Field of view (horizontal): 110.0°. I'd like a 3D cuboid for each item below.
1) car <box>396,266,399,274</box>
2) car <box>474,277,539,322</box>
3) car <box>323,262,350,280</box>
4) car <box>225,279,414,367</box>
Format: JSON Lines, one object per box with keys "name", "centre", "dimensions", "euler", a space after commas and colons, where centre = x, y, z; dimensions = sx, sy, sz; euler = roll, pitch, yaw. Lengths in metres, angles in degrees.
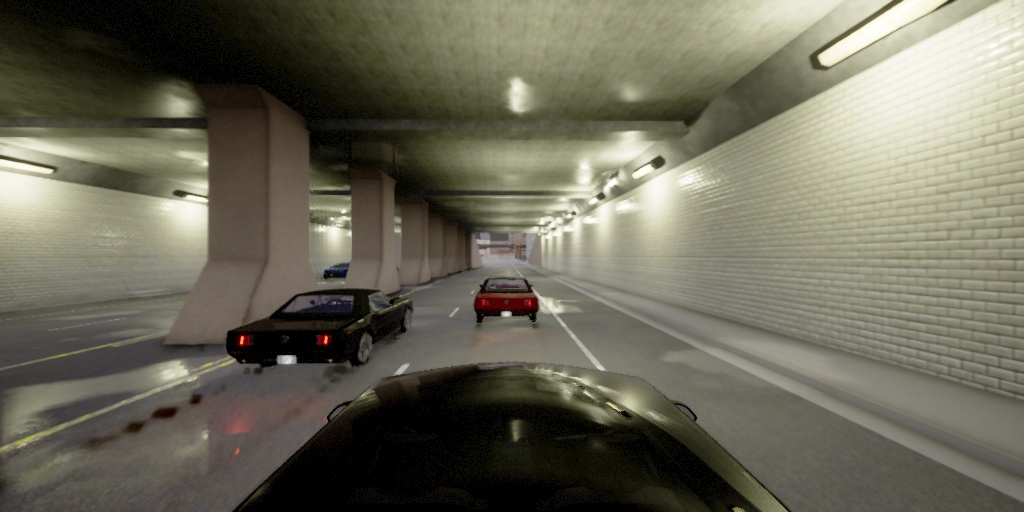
{"name": "car", "centre": [-11.247, 1.288, 31.077], "dimensions": [2.128, 1.511, 4.902], "euler": [0, 0, -1]}
{"name": "car", "centre": [-0.203, 1.362, 12.402], "dimensions": [1.895, 1.301, 4.718], "euler": [0, 0, -1]}
{"name": "car", "centre": [-14.760, 1.280, 31.760], "dimensions": [1.882, 1.535, 5.008], "euler": [0, 0, -1]}
{"name": "car", "centre": [-3.612, 1.362, 7.914], "dimensions": [1.895, 1.301, 4.718], "euler": [0, 0, -1]}
